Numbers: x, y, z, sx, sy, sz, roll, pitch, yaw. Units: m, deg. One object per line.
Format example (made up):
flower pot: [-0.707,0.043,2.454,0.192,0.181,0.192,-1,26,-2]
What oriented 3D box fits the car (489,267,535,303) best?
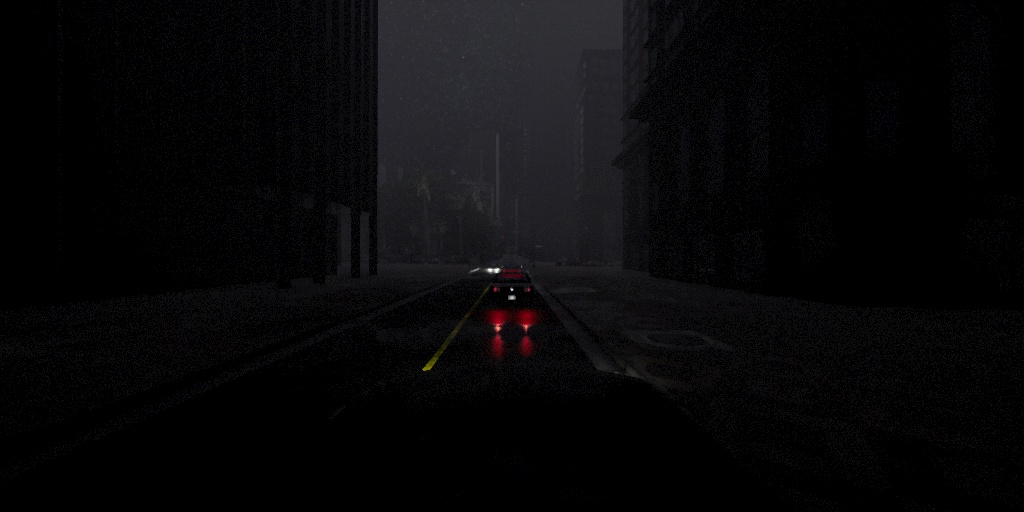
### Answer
car: [0.000,1.367,16.530,1.895,1.301,4.718,0,0,0]

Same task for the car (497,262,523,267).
car: [0.000,1.327,31.500,1.994,1.385,4.181,0,0,0]

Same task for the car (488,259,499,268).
car: [-3.000,1.295,60.501,2.128,1.511,4.902,0,0,0]
